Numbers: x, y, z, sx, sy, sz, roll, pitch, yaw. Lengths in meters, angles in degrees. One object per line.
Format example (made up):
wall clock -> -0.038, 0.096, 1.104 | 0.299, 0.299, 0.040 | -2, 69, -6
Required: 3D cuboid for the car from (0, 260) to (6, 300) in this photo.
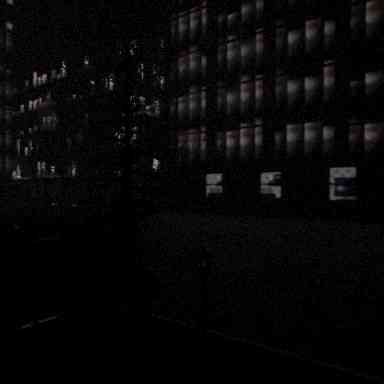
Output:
car -> -5.479, 1.559, 6.783 | 4.313, 1.339, 1.947 | 0, 1, 36
